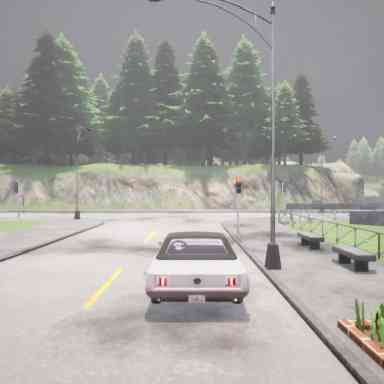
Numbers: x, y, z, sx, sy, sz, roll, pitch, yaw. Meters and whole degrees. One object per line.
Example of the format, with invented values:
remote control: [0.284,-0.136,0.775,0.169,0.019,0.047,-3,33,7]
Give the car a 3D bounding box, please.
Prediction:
car: [0.095,1.601,8.098,1.895,1.301,4.718,0,0,0]
